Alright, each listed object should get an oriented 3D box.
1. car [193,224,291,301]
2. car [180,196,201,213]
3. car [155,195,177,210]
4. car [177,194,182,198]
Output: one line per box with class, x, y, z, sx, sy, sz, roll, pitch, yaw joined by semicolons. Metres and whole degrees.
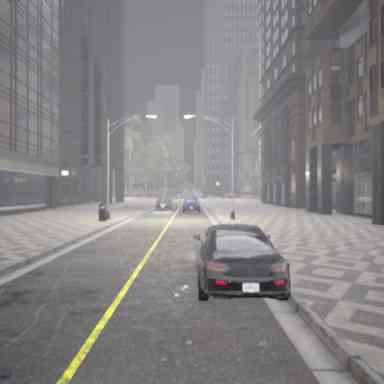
car;1.022;1.495;8.115;1.812;1.442;4.674;0;0;0
car;-0.057;1.393;35.193;1.812;1.442;4.674;0;0;0
car;-3.241;1.343;39.216;2.128;1.511;4.902;0;0;0
car;-3.334;1.176;89.939;2.128;1.511;4.902;0;0;0
